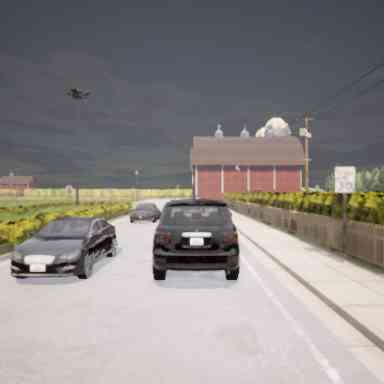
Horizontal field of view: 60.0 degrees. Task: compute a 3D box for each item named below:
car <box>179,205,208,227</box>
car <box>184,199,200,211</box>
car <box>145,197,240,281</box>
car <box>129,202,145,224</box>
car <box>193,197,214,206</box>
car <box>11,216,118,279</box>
[{"bbox_3d":[0.077,1.670,24.066,1.895,1.301,4.718,0,0,0],"label":"car"},{"bbox_3d":[0.056,1.688,43.573,1.994,1.385,4.181,0,0,0],"label":"car"},{"bbox_3d":[0.096,1.244,10.073,2.150,2.045,5.566,0,-1,0],"label":"car"},{"bbox_3d":[-3.582,1.580,25.802,1.837,1.490,4.892,0,0,0],"label":"car"},{"bbox_3d":[2.066,1.662,59.300,1.994,1.385,4.181,0,1,30],"label":"car"},{"bbox_3d":[-3.606,1.522,10.228,2.128,1.511,4.902,0,0,0],"label":"car"}]
